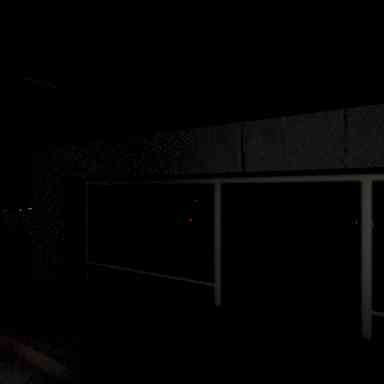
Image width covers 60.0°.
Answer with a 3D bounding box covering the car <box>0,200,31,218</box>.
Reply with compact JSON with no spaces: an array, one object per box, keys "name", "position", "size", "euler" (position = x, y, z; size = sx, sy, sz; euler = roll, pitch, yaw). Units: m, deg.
[{"name":"car","position":[-15.210,1.520,30.666],"size":[1.837,1.490,4.892],"euler":[0,0,34]}]
